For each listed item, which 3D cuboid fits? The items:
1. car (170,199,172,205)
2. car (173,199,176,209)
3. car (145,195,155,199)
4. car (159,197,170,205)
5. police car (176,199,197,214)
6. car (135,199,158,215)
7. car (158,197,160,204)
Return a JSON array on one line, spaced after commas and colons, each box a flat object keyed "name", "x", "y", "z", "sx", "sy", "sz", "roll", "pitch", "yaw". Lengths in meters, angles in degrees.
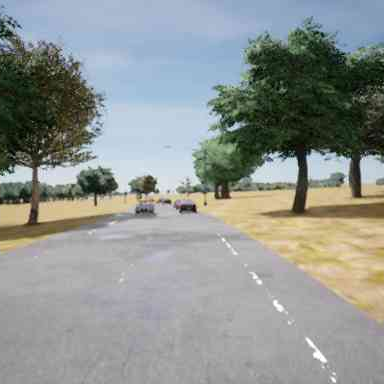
[{"name": "car", "x": -2.078, "y": 1.909, "z": 54.481, "sx": 1.837, "sy": 1.490, "sz": 4.892, "roll": 0, "pitch": -1, "yaw": -6}, {"name": "car", "x": -1.432, "y": 1.851, "z": 48.480, "sx": 1.812, "sy": 1.442, "sz": 4.674, "roll": 0, "pitch": -1, "yaw": -6}, {"name": "car", "x": -9.677, "y": 1.673, "z": 76.355, "sx": 2.150, "sy": 2.045, "sz": 5.566, "roll": 0, "pitch": -1, "yaw": -9}, {"name": "car", "x": -5.475, "y": 2.067, "z": 72.579, "sx": 1.837, "sy": 1.490, "sz": 4.892, "roll": 0, "pitch": -1, "yaw": -9}, {"name": "police car", "x": -0.531, "y": 1.621, "z": 38.576, "sx": 1.930, "sy": 1.638, "sz": 5.238, "roll": 0, "pitch": -1, "yaw": -5}, {"name": "car", "x": -4.998, "y": 1.724, "z": 35.706, "sx": 1.994, "sy": 1.385, "sz": 4.181, "roll": 0, "pitch": -1, "yaw": -4}, {"name": "car", "x": -8.113, "y": 2.203, "z": 88.494, "sx": 2.097, "sy": 1.767, "sz": 4.553, "roll": 0, "pitch": -2, "yaw": -11}]
